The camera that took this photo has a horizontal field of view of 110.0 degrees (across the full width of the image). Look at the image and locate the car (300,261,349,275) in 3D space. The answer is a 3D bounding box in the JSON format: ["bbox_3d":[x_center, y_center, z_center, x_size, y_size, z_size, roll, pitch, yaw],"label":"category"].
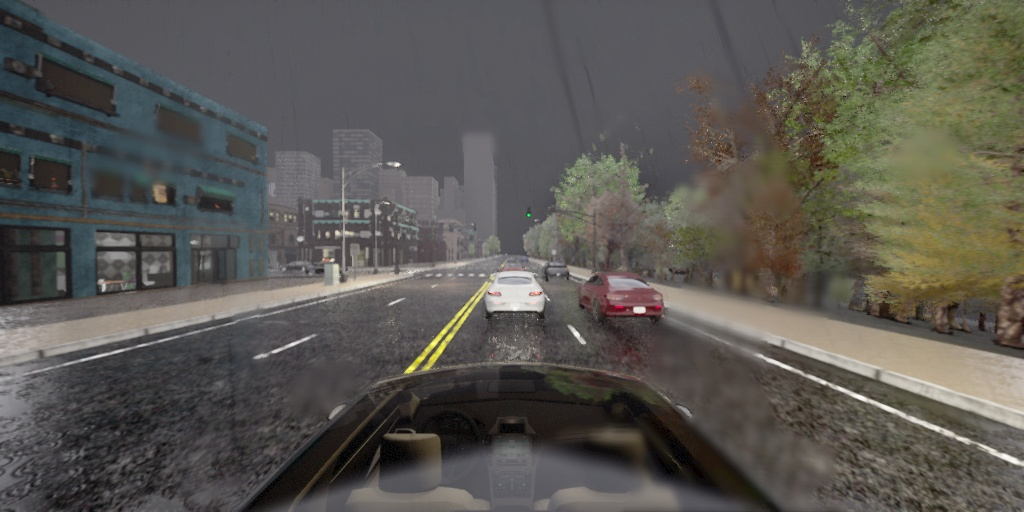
[{"bbox_3d":[-19.981,1.389,38.879,4.313,1.339,1.948,0,0,0],"label":"car"}]

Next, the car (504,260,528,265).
[{"bbox_3d":[0.076,1.222,28.074,1.895,1.301,4.718,0,0,0],"label":"car"}]

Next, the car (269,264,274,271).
[{"bbox_3d":[-33.858,1.440,47.385,4.207,1.307,1.802,0,0,0],"label":"car"}]

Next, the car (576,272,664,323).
[{"bbox_3d":[3.342,1.226,11.692,1.812,1.442,4.674,0,0,0],"label":"car"}]

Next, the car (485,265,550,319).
[{"bbox_3d":[0.091,1.223,12.464,1.812,1.442,4.674,0,0,0],"label":"car"}]

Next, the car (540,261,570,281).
[{"bbox_3d":[3.327,1.112,28.111,2.128,1.511,4.902,0,0,0],"label":"car"}]

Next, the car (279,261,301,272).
[{"bbox_3d":[-28.322,1.345,47.383,4.403,1.370,2.007,0,0,0],"label":"car"}]
